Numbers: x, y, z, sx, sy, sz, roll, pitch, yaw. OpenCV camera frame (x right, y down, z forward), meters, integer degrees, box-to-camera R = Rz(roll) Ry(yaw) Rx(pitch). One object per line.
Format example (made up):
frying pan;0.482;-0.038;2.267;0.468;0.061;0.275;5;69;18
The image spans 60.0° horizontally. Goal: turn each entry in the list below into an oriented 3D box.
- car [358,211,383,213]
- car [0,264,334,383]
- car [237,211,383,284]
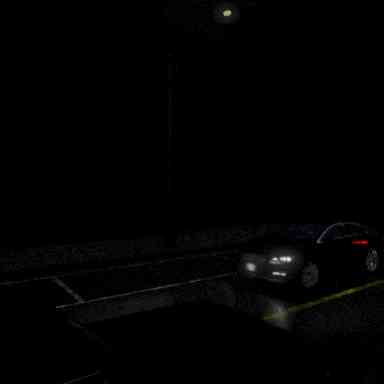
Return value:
car;8.036;1.566;15.630;4.313;1.339;1.947;0;0;-36
car;-1.041;1.601;2.414;4.718;1.301;1.895;0;0;-35
car;3.372;1.491;9.185;4.902;1.511;2.128;0;0;-35
